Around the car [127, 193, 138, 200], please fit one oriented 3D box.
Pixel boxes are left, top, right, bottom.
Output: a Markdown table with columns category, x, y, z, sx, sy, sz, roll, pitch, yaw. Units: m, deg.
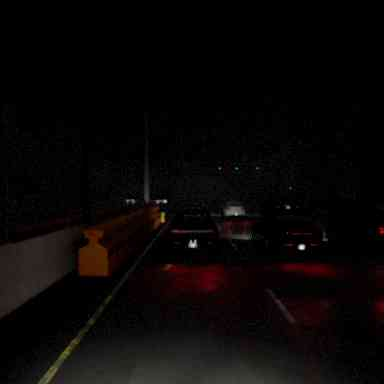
| category | x | y | z | sx | sy | sz | roll | pitch | yaw |
| --- | --- | --- | --- | --- | --- | --- | --- | --- | --- |
| car | -13.958 | 0.958 | 77.794 | 2.033 | 1.411 | 5.357 | 0 | 3 | 0 |

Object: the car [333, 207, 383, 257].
| category | x | y | z | sx | sy | sz | roll | pitch | yaw |
| --- | --- | --- | --- | --- | --- | --- | --- | --- | --- |
| car | 7.048 | 1.346 | 12.974 | 2.097 | 1.767 | 4.553 | 0 | 0 | 1 |

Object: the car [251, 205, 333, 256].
| category | x | y | z | sx | sy | sz | roll | pitch | yaw |
| --- | --- | --- | --- | --- | --- | --- | --- | --- | --- |
| car | 3.549 | 1.501 | 13.097 | 1.837 | 1.490 | 4.892 | 0 | 0 | 1 |

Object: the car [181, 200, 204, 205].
| category | x | y | z | sx | sy | sz | roll | pitch | yaw |
| --- | --- | --- | --- | --- | --- | --- | --- | --- | --- |
| car | 0.059 | 1.466 | 29.256 | 1.882 | 1.535 | 5.008 | 0 | 0 | 1 |

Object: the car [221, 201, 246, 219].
| category | x | y | z | sx | sy | sz | roll | pitch | yaw |
| --- | --- | --- | --- | --- | --- | --- | --- | --- | --- |
| car | 3.555 | 1.514 | 28.759 | 1.812 | 1.442 | 4.674 | 0 | 0 | 1 |

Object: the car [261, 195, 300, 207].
| category | x | y | z | sx | sy | sz | roll | pitch | yaw |
| --- | --- | --- | --- | --- | --- | --- | --- | --- | --- |
| car | 7.036 | 1.212 | 26.940 | 2.150 | 2.045 | 5.566 | 0 | 0 | 0 |

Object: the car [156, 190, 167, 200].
| category | x | y | z | sx | sy | sz | roll | pitch | yaw |
| --- | --- | --- | --- | --- | --- | --- | --- | --- | --- |
| car | -6.959 | 0.652 | 77.608 | 2.150 | 2.045 | 5.566 | 0 | 3 | 0 |

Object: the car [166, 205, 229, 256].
| category | x | y | z | sx | sy | sz | roll | pitch | yaw |
| --- | --- | --- | --- | --- | --- | --- | --- | --- | --- |
| car | 0.048 | 1.487 | 13.077 | 2.128 | 1.511 | 4.902 | 0 | 0 | 1 |
